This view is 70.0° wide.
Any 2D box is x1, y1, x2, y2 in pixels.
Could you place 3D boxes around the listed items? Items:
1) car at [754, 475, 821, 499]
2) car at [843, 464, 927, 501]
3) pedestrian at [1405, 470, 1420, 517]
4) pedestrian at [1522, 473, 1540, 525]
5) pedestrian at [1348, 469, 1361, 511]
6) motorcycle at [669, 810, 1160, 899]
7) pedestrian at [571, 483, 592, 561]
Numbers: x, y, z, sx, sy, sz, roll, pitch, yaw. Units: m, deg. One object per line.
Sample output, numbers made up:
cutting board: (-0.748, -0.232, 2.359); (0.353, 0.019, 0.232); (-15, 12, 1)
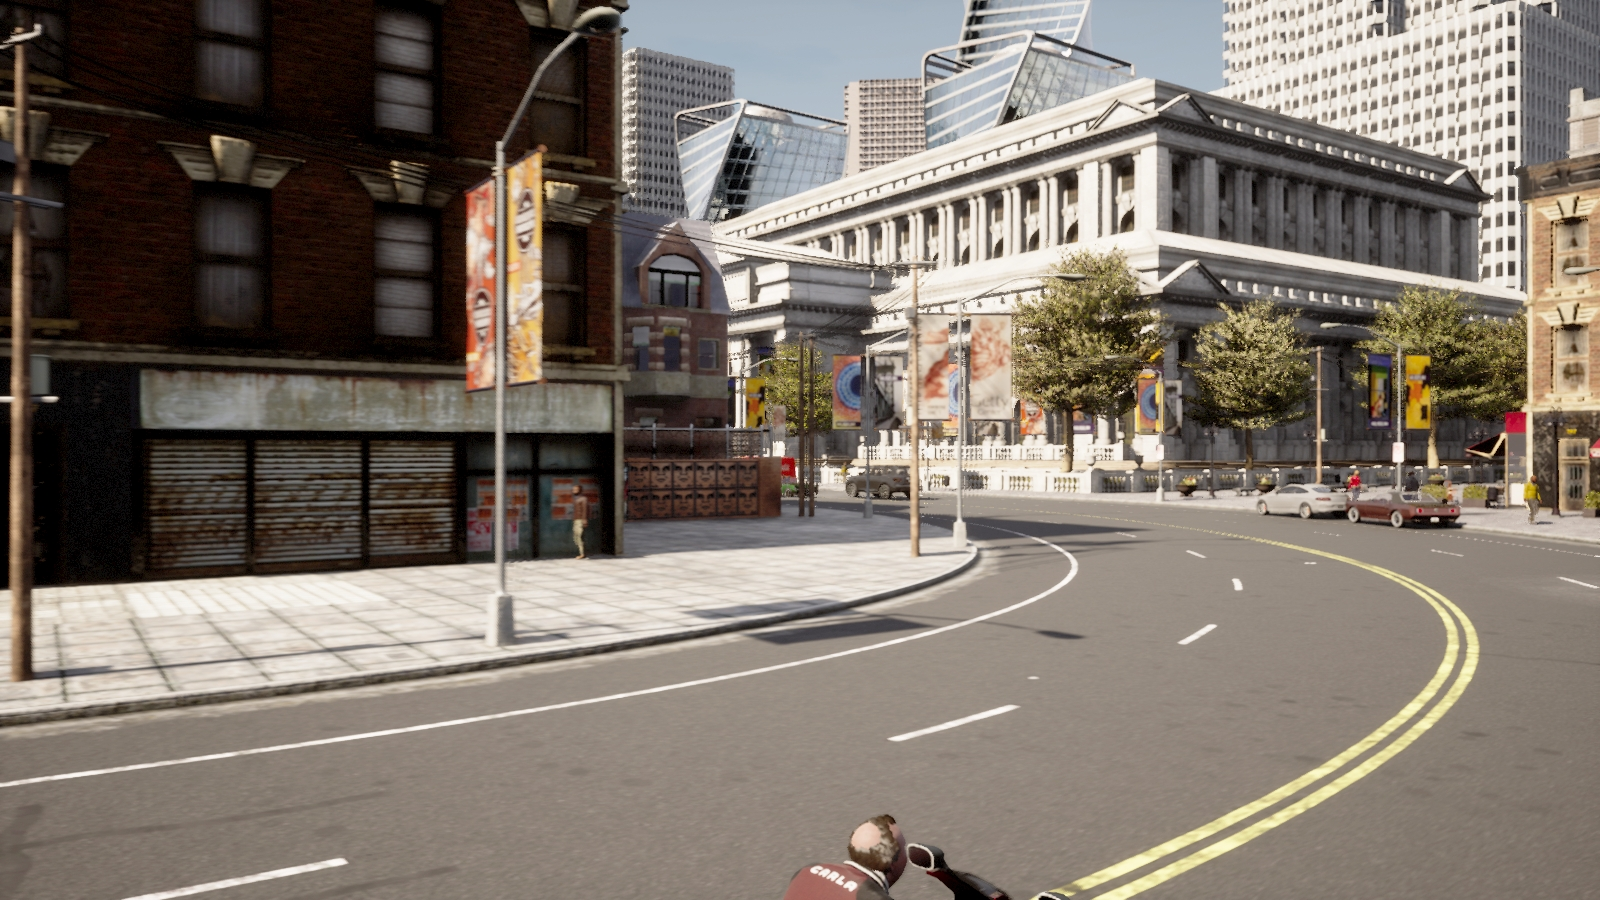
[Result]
car: (-0.789, 2.273, 70.855); (1.895, 1.301, 4.718); (0, 0, -33)
car: (5.017, 1.892, 68.292); (2.150, 2.045, 5.566); (0, 0, -33)
pedestrian: (24.815, 1.763, 46.300); (0.375, 1.860, 0.375); (0, 0, -7)
pedestrian: (26.315, 1.754, 41.120); (0.375, 1.860, 0.375); (0, 0, -6)
pedestrian: (24.747, 1.773, 50.953); (0.375, 1.860, 0.375); (0, 0, -8)
motorcycle: (0.240, 2.213, 4.029); (2.209, 1.251, 0.867); (0, -1, -38)
pedestrian: (-5.346, 1.747, 27.908); (0.375, 1.860, 0.375); (0, 0, -38)
